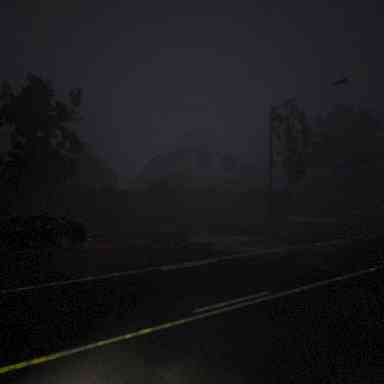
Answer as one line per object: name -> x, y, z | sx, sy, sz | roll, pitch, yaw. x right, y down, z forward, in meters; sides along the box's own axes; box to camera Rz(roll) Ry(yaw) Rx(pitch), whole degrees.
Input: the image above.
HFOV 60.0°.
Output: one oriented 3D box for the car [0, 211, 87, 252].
car -> -6.441, 1.501, 12.296 | 4.892, 1.490, 1.837 | 0, 0, -36
